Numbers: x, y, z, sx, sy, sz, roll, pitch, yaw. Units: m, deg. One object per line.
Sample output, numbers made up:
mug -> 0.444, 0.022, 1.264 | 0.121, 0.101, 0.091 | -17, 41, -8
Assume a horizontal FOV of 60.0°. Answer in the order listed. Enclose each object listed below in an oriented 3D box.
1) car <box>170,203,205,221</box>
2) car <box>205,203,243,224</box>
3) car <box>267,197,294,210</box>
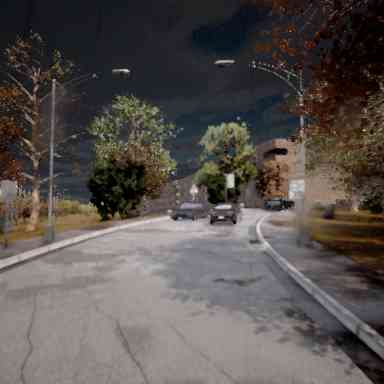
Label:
car -> -0.043, 1.599, 27.690 | 2.033, 1.411, 5.357 | -2, 0, 19
car -> 2.545, 1.501, 24.200 | 1.812, 1.442, 4.674 | -1, 0, 16
car -> 10.677, 1.389, 39.921 | 2.128, 1.511, 4.902 | -3, -3, 37
